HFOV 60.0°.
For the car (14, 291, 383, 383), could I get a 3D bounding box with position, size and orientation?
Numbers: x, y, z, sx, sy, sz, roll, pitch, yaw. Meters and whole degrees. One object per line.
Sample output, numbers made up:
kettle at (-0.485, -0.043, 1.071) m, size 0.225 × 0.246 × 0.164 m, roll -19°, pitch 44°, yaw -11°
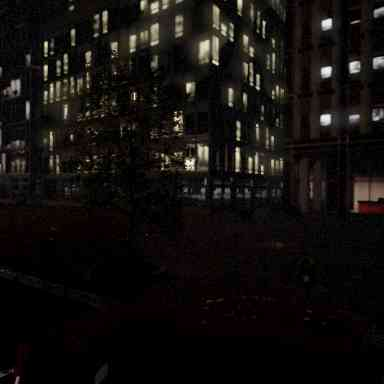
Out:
car at (0.340, 1.537, 2.626) m, size 4.507 × 1.381 × 1.887 m, roll 1°, pitch 1°, yaw 36°
